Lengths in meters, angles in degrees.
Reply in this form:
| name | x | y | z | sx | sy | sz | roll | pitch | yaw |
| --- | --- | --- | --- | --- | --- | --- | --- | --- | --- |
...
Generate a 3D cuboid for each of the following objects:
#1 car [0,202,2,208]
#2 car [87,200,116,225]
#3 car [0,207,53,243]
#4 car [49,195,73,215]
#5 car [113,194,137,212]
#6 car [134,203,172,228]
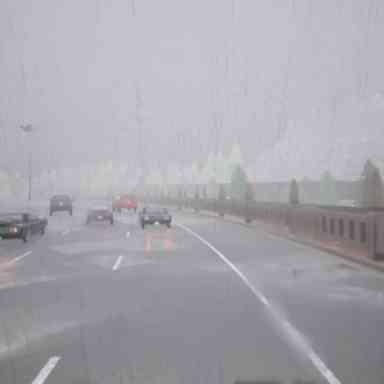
| name | x | y | z | sx | sy | sz | roll | pitch | yaw |
| --- | --- | --- | --- | --- | --- | --- | --- | --- | --- |
| car | -32.027 | 1.833 | 53.759 | 2.033 | 1.411 | 5.357 | -1 | 0 | -36 |
| car | -6.859 | 1.578 | 24.963 | 1.812 | 1.442 | 4.674 | 0 | 0 | -14 |
| car | -8.483 | 1.657 | 16.157 | 1.895 | 1.301 | 4.718 | 0 | 0 | -10 |
| car | -13.732 | 1.330 | 34.990 | 2.150 | 2.045 | 5.566 | 0 | 0 | -21 |
| car | -8.038 | 1.285 | 39.521 | 2.150 | 2.045 | 5.566 | 0 | 0 | -22 |
| car | -2.625 | 1.625 | 22.423 | 1.895 | 1.301 | 4.718 | 0 | 0 | -13 |
